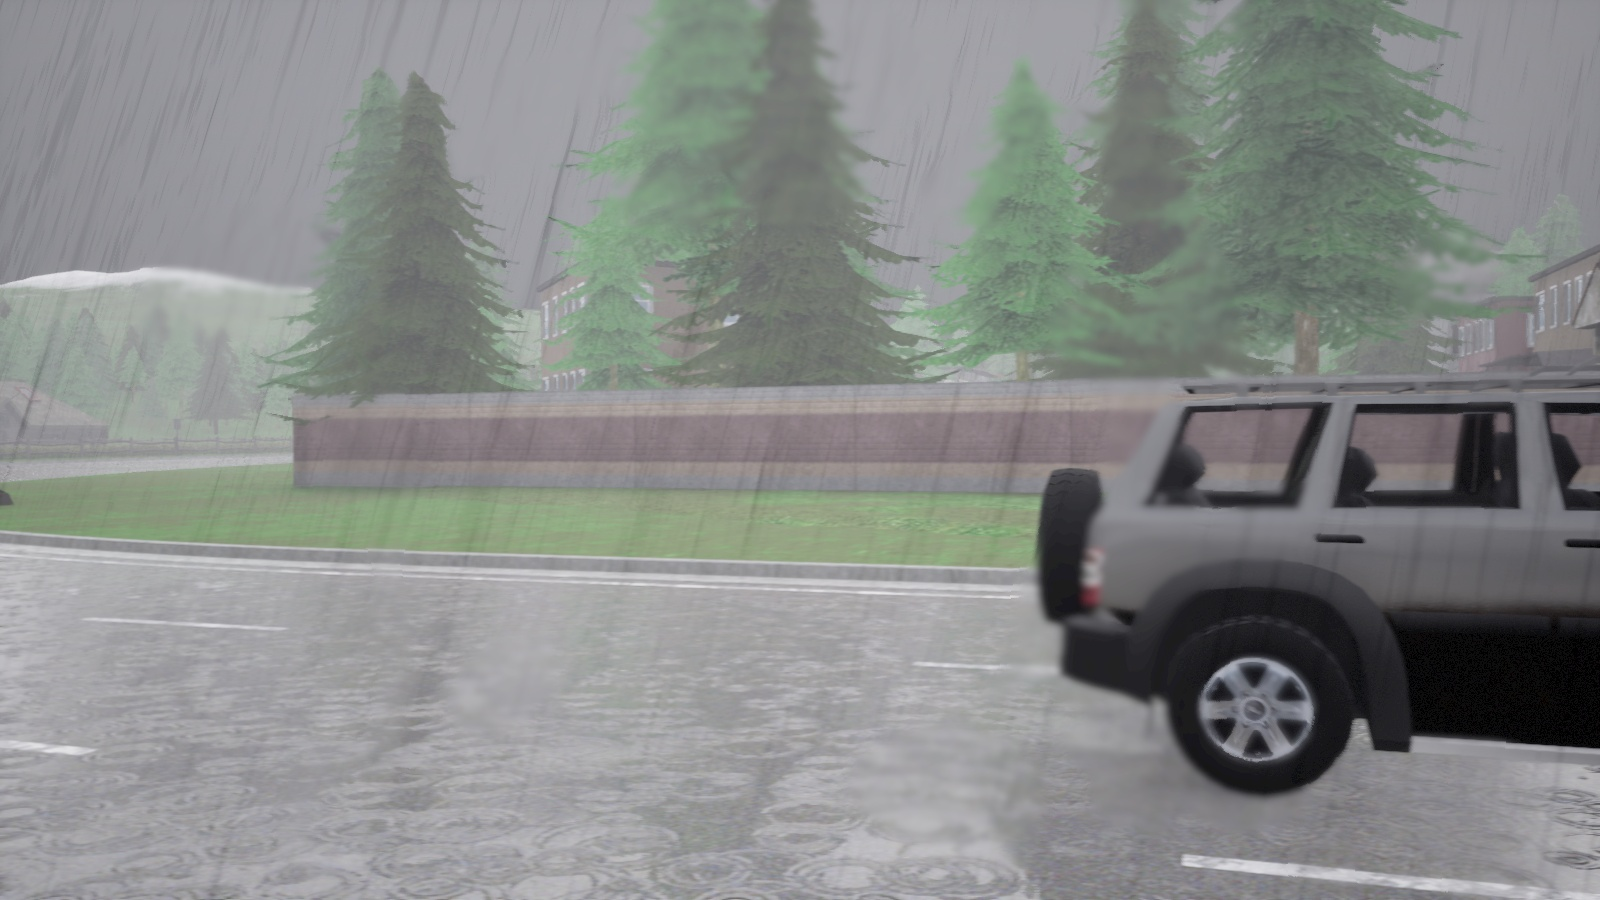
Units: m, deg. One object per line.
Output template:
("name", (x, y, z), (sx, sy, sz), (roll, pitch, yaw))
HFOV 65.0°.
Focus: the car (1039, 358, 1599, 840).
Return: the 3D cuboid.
("car", (3.540, 0.563, 5.692), (4.605, 1.855, 1.932), (0, 1, 19))
